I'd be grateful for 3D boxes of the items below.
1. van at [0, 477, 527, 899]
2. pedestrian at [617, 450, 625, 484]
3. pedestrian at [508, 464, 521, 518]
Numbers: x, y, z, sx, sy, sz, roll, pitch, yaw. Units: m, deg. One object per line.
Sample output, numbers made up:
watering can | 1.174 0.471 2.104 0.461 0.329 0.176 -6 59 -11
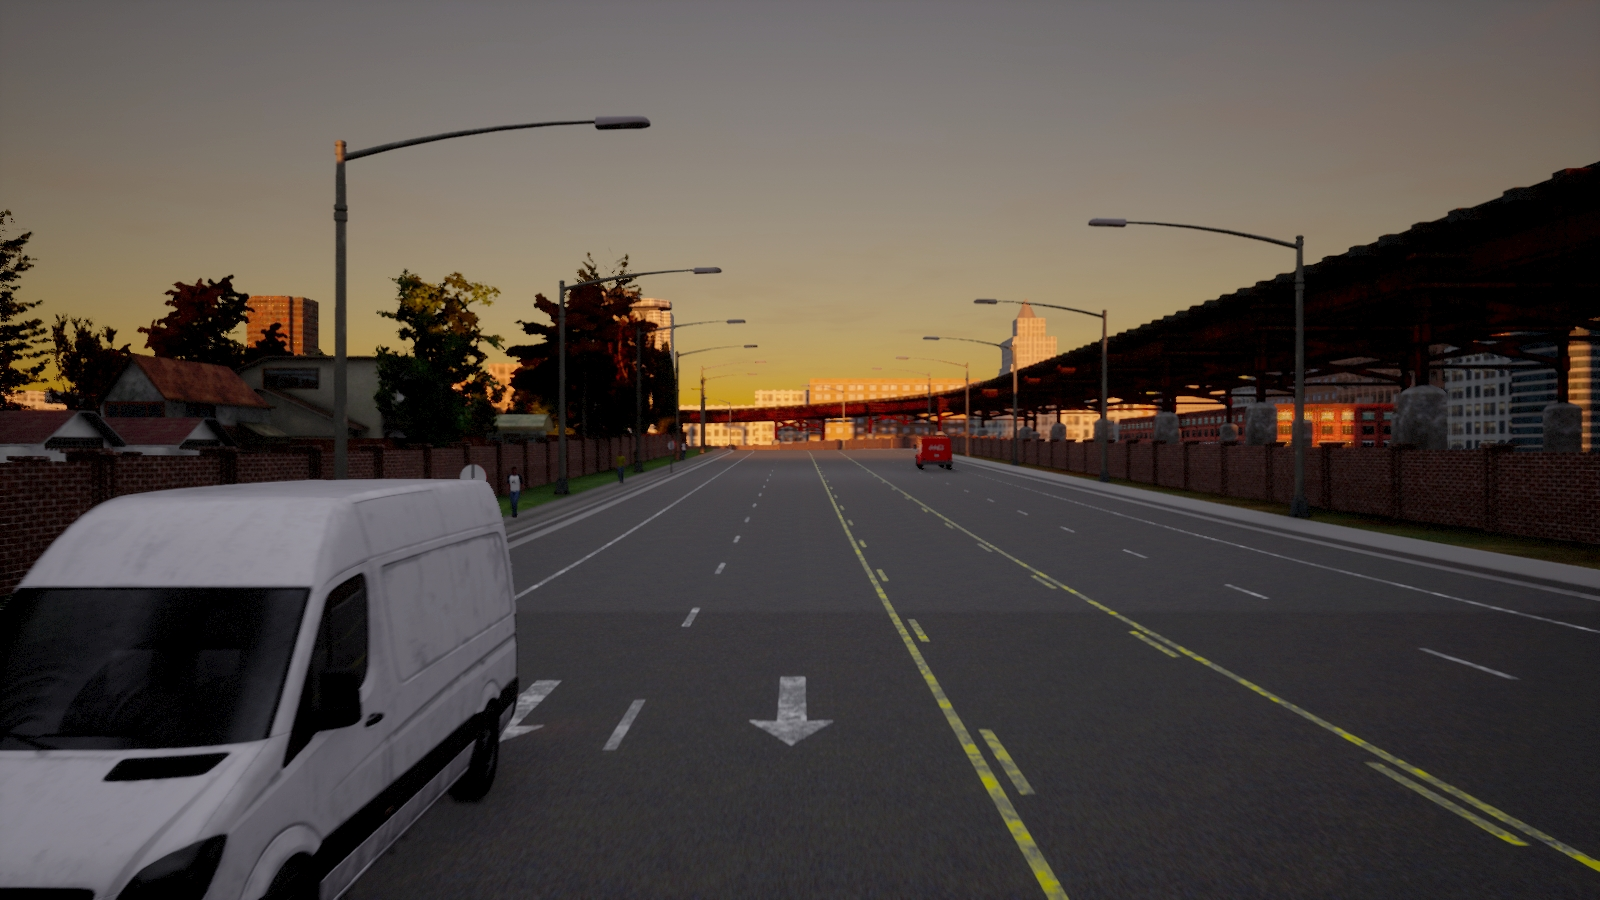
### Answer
van | -3.512 1.534 7.607 1.988 2.561 5.915 0 0 0
pedestrian | -9.817 0.909 62.674 0.375 1.860 0.375 0 0 -1
pedestrian | -9.892 1.418 39.629 0.375 1.860 0.375 0 0 -3
